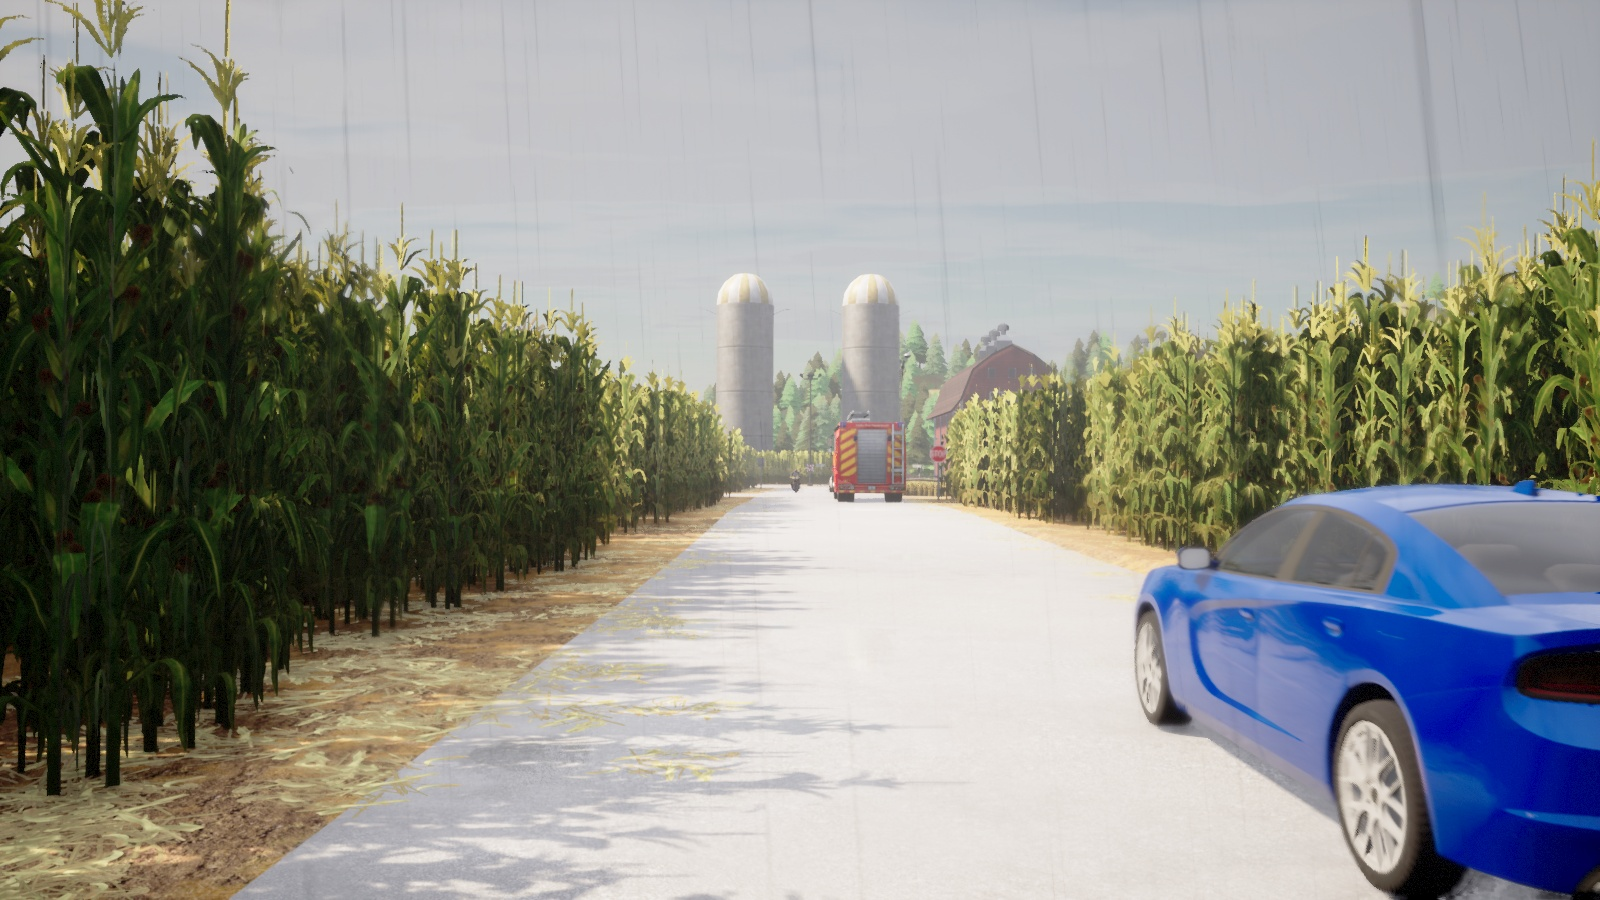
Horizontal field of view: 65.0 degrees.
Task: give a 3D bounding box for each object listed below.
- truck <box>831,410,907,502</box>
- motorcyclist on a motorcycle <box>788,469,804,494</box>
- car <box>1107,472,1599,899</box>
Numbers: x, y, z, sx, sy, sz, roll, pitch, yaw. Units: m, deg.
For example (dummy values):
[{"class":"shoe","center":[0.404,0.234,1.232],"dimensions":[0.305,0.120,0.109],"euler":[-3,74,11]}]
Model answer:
[{"class":"truck","center":[2.958,0.319,56.111],"dimensions":[2.891,3.827,8.468],"euler":[0,-1,0]},{"class":"motorcyclist on a motorcycle","center":[-0.244,1.927,77.446],"dimensions":[0.866,1.530,2.191],"euler":[-1,-1,2]},{"class":"car","center":[3.083,0.885,6.226],"dimensions":[1.882,1.535,5.008],"euler":[0,-1,0]}]
